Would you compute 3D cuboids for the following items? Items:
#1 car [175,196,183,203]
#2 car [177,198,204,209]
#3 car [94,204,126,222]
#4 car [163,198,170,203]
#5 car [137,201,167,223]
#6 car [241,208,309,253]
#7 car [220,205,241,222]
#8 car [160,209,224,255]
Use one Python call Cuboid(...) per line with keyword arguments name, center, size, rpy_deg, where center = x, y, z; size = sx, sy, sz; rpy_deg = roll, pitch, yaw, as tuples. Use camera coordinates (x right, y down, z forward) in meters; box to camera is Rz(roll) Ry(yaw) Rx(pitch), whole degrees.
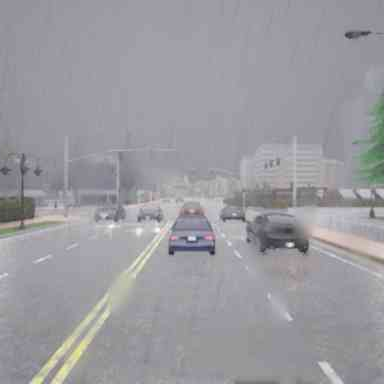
Cuboid(name="car", center=(-3.515, 2.082, 91.756), size=(2.150, 2.045, 5.566), rpy_deg=(0, -1, 0))
Cuboid(name="car", center=(-0.020, 1.625, 29.074), size=(2.097, 1.767, 4.553), rpy_deg=(0, -1, -1))
Cuboid(name="car", center=(-7.008, 1.765, 28.813), size=(2.128, 1.511, 4.902), rpy_deg=(0, -1, 0))
Cuboid(name="car", center=(-7.015, 2.381, 91.783), size=(1.812, 1.442, 4.674), rpy_deg=(0, -1, 0))
Cuboid(name="car", center=(-3.509, 1.798, 28.716), size=(1.812, 1.442, 4.674), rpy_deg=(0, -1, 0))
Cuboid(name="car", center=(3.502, 1.643, 14.305), size=(1.837, 1.490, 4.892), rpy_deg=(0, 0, 0))
Cuboid(name="car", center=(3.559, 1.841, 29.303), size=(1.994, 1.385, 4.181), rpy_deg=(0, 0, 2))
Cuboid(name="car", center=(-0.001, 1.680, 13.989), size=(2.033, 1.411, 5.357), rpy_deg=(0, -1, 0))
